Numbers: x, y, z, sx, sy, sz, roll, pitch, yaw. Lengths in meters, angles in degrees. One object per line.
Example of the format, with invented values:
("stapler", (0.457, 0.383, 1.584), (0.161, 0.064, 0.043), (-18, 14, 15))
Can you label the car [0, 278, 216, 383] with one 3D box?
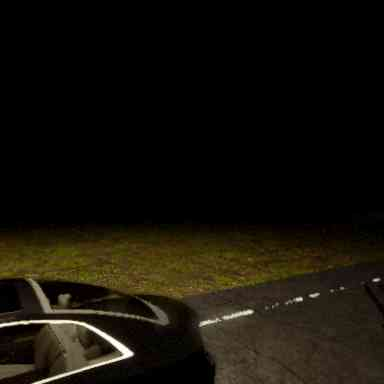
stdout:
("car", (-2.091, 1.533, 2.322), (4.892, 1.490, 1.837), (1, -1, -33))
